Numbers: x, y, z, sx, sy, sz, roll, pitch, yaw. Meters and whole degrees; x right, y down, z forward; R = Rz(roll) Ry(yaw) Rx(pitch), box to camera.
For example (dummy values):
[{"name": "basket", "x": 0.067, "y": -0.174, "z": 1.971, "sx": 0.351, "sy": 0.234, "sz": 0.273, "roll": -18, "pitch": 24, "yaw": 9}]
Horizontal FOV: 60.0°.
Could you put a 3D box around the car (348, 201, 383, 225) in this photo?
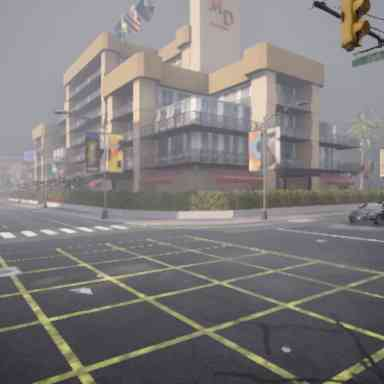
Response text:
[{"name": "car", "x": 12.639, "y": 1.383, "z": 22.741, "sx": 4.674, "sy": 1.442, "sz": 1.812, "roll": 0, "pitch": 0, "yaw": -35}]
